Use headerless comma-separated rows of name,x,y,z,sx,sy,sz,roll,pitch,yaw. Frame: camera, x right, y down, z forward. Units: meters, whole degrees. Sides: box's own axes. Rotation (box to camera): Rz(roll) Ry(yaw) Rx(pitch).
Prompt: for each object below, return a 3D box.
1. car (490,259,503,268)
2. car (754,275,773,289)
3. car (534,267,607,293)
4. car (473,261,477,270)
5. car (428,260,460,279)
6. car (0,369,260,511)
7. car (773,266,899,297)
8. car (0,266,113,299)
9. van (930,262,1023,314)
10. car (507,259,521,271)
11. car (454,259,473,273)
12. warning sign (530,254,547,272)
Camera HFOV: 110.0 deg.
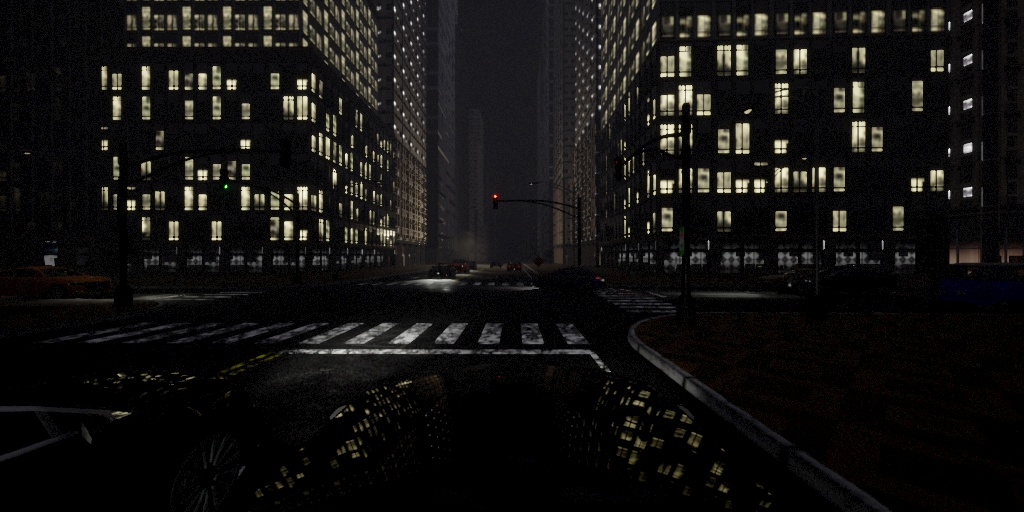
car,-2.847,1.369,63.817,1.837,1.490,4.892,0,0,0
car,17.181,1.295,21.319,4.829,1.417,1.751,0,0,2
car,3.408,1.325,21.126,4.181,1.385,1.994,0,0,31
car,-6.342,1.378,53.881,2.033,1.411,5.357,0,0,0
car,-6.446,1.345,33.388,1.994,1.385,4.181,0,0,0
car,-3.155,1.241,1.188,2.128,1.511,4.902,0,0,0
car,17.044,1.264,18.727,4.902,1.511,2.128,0,0,2
car,-22.310,1.237,17.221,5.008,1.535,1.882,0,0,0
van,18.412,1.120,13.141,3.998,1.789,1.690,0,0,2
car,0.329,1.418,49.577,1.895,1.301,4.718,0,0,0
car,-6.397,1.154,43.385,2.097,1.767,4.553,0,0,0
warning sign,3.042,0.913,41.376,1.300,1.860,1.060,0,0,0
